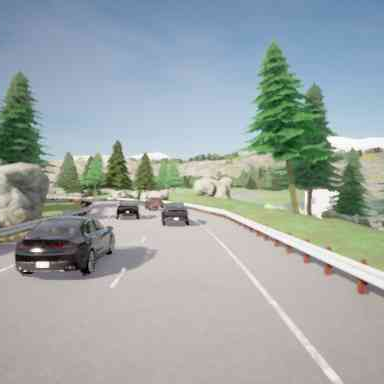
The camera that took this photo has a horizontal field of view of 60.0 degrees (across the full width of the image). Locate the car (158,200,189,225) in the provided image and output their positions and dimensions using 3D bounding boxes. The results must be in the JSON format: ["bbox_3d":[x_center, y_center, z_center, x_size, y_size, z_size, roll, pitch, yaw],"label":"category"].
[{"bbox_3d":[-1.316,1.507,24.087,1.837,1.490,4.892,0,0,-7],"label":"car"}]

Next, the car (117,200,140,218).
[{"bbox_3d":[-5.659,1.487,29.627,1.882,1.535,5.008,0,0,-9],"label":"car"}]

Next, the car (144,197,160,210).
[{"bbox_3d":[-4.915,1.438,42.231,2.033,1.649,4.856,0,0,-15],"label":"car"}]

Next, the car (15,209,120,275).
[{"bbox_3d":[-3.718,1.511,10.464,1.837,1.490,4.892,0,0,-2],"label":"car"}]
